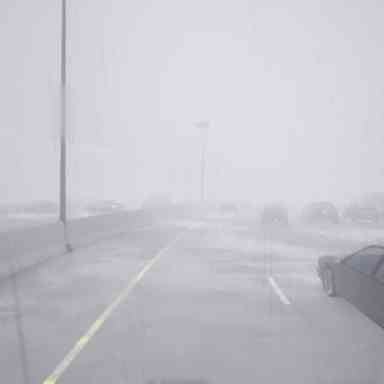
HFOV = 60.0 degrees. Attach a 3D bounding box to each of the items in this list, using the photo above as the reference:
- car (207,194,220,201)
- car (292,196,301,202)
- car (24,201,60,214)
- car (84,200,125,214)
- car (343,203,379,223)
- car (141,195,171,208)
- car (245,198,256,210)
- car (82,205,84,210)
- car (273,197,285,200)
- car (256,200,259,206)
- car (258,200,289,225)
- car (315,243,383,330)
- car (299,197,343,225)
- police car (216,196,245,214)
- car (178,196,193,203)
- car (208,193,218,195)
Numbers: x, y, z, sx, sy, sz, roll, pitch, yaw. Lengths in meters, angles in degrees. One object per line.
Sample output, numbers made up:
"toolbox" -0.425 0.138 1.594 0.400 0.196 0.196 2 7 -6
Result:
"car" 5.606 1.786 74.723 1.994 1.385 4.181 0 0 28
"car" 25.785 1.780 80.832 1.837 1.490 4.892 0 0 36
"car" -16.525 1.654 36.863 1.994 1.385 4.181 0 0 14
"car" -9.334 1.662 37.061 2.033 1.411 5.357 0 0 14
"car" 13.771 1.647 27.409 2.128 1.511 4.902 0 0 12
"car" -4.405 1.372 41.731 2.150 2.045 5.566 0 0 17
"car" 7.469 1.740 47.706 1.812 1.442 4.674 0 0 20
"car" -11.623 1.674 42.009 2.033 1.411 5.357 0 0 16
"car" 17.986 1.750 68.442 1.994 1.385 4.181 0 0 30
"car" 9.637 1.699 53.321 1.801 1.575 5.366 0 0 22
"car" 6.141 1.625 25.011 1.837 1.490 4.892 0 0 10
"car" 3.787 1.583 5.575 2.033 1.411 5.357 0 0 3
"car" 9.905 1.488 25.937 2.097 1.767 4.553 0 0 11
"police car" 4.505 1.593 38.573 1.930 1.638 5.238 0 0 16
"car" -1.382 1.657 76.537 1.837 1.490 4.892 0 0 28
"car" 5.027 1.284 80.755 2.150 2.045 5.566 0 0 30
